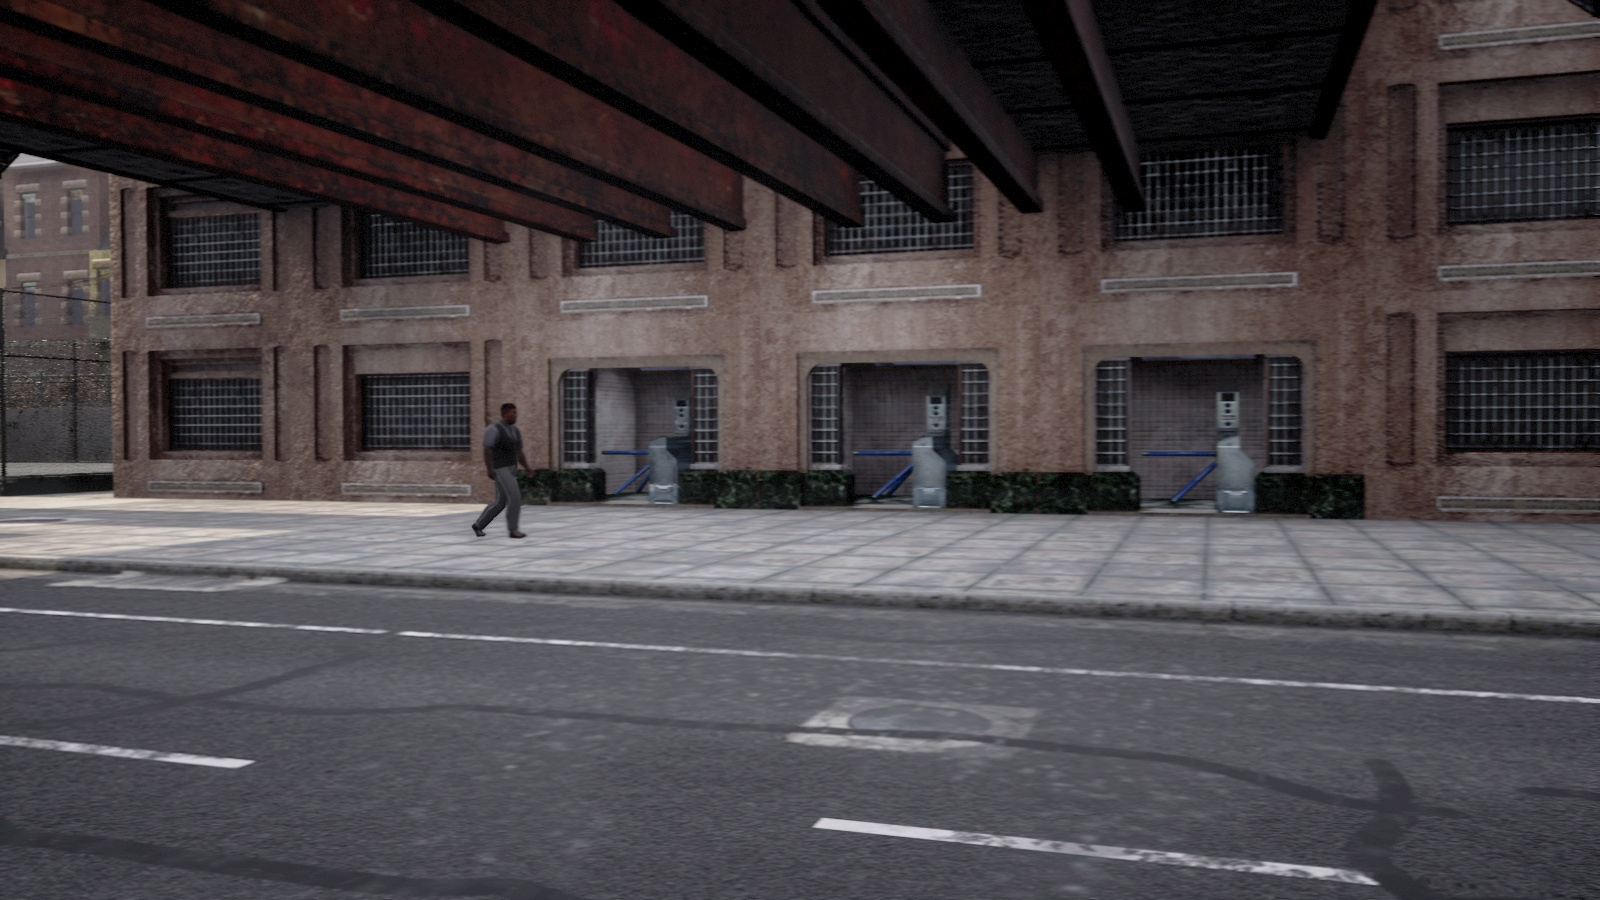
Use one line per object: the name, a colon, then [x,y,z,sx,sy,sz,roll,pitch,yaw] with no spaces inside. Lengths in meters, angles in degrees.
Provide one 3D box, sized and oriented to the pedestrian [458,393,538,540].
pedestrian: [-3.960,0.204,16.495,0.849,1.883,0.563,1,1,21]
